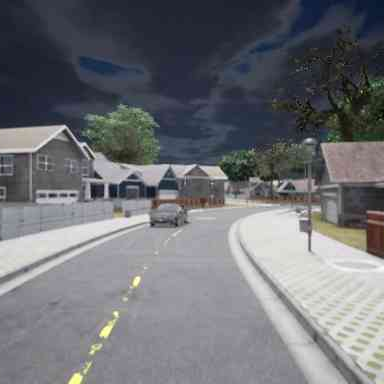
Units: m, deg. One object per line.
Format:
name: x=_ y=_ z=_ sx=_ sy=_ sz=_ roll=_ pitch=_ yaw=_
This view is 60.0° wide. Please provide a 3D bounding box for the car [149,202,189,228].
car: x=-1.450 y=1.490 z=22.339 sx=1.837 sy=1.490 sz=4.892 roll=0 pitch=-1 yaw=10
